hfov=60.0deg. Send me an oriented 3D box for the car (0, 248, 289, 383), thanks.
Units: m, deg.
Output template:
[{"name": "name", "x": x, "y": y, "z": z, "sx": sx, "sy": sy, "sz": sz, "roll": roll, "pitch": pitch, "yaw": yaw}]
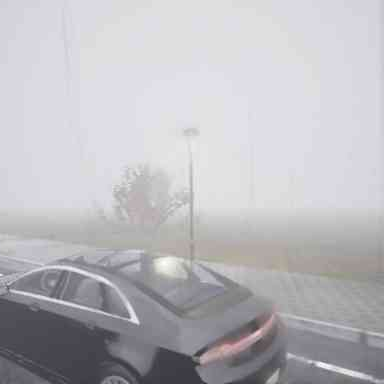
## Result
[{"name": "car", "x": -1.241, "y": 1.539, "z": 4.454, "sx": 4.902, "sy": 1.511, "sz": 2.128, "roll": -1, "pitch": -1, "yaw": 36}]
